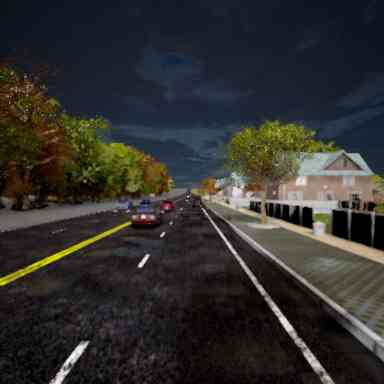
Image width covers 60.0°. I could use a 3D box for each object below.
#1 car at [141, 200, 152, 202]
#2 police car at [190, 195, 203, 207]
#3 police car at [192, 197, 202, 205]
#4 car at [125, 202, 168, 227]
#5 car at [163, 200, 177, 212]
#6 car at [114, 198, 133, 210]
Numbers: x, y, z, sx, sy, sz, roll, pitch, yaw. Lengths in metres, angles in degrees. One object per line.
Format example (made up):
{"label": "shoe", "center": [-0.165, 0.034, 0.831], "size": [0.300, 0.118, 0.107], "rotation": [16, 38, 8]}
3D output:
{"label": "car", "center": [-6.551, 1.815, 47.742], "size": [1.812, 1.442, 4.674], "rotation": [0, 0, 0]}
{"label": "police car", "center": [1.006, 1.787, 60.434], "size": [1.930, 1.638, 5.238], "rotation": [0, 0, 0]}
{"label": "police car", "center": [1.011, 1.841, 70.434], "size": [1.930, 1.638, 5.238], "rotation": [0, 0, 0]}
{"label": "car", "center": [-3.156, 1.699, 24.146], "size": [2.033, 1.411, 5.357], "rotation": [0, 0, 0]}
{"label": "car", "center": [-3.135, 1.792, 43.598], "size": [1.812, 1.442, 4.674], "rotation": [0, 0, 0]}
{"label": "car", "center": [-9.798, 1.643, 48.186], "size": [2.097, 1.767, 4.553], "rotation": [0, 0, 0]}
